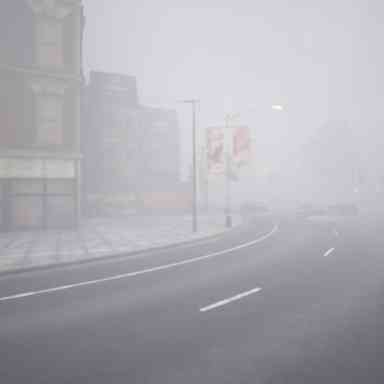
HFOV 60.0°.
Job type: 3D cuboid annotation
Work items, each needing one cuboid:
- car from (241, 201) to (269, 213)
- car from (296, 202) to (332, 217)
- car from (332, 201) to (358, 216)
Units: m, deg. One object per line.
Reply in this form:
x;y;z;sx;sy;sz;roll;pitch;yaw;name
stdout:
7.939;1.867;42.565;2.033;1.411;5.357;0;-1;-12;car
12.233;1.780;34.230;1.994;1.385;4.181;0;-1;-1;car
15.899;1.681;35.806;1.882;1.535;5.008;0;-1;-1;car
